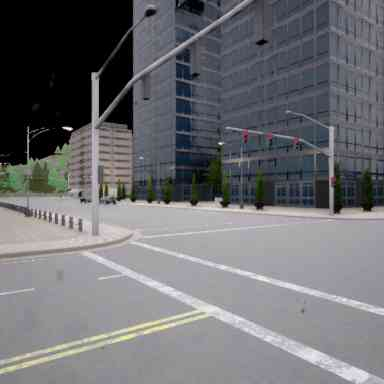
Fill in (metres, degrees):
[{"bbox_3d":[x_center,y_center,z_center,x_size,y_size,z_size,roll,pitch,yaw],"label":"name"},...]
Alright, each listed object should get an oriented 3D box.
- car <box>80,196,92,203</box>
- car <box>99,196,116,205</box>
[{"bbox_3d":[-20.624,1.492,65.715,2.033,1.411,5.357,0,0,-33],"label":"car"},{"bbox_3d":[-14.656,1.449,57.203,1.837,1.490,4.892,0,0,-35],"label":"car"}]
